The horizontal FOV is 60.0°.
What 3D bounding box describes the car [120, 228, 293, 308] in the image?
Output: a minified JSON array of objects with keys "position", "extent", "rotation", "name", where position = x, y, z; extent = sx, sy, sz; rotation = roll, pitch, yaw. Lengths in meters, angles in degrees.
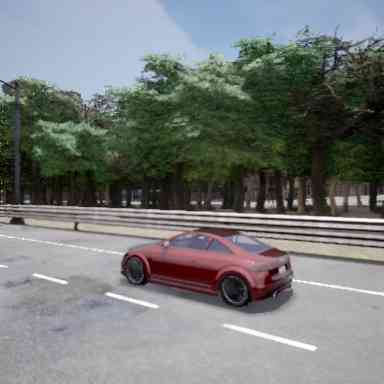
[{"position":[0.223,1.570,8.012],"extent":[4.181,1.385,1.994],"rotation":[0,0,36],"name":"car"}]
